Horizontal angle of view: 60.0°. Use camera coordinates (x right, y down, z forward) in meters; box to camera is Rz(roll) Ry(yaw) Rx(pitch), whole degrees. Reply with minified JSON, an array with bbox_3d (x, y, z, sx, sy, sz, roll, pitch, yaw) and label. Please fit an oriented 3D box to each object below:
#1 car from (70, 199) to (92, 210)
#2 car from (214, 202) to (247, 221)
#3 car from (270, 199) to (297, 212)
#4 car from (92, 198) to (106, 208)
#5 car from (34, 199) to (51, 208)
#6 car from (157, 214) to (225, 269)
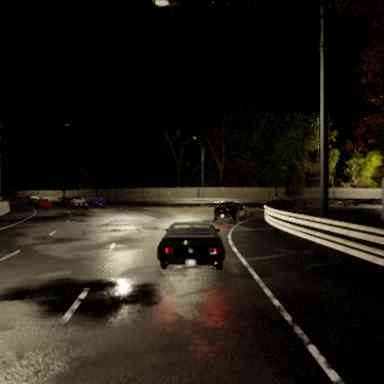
[{"bbox_3d":[-15.415,1.691,45.160,2.033,1.411,5.357,0,0,-27],"label":"car"},{"bbox_3d":[3.246,1.582,27.947,1.837,1.490,4.892,-1,-1,22],"label":"car"},{"bbox_3d":[10.850,1.609,39.792,1.837,1.490,4.892,-1,-1,42],"label":"car"},{"bbox_3d":[-14.443,1.684,50.617,1.812,1.442,4.674,0,0,-29],"label":"car"},{"bbox_3d":[-23.018,1.733,51.372,1.994,1.385,4.181,0,0,-32],"label":"car"},{"bbox_3d":[0.029,1.634,11.285,1.895,1.301,4.718,0,0,1],"label":"car"}]
